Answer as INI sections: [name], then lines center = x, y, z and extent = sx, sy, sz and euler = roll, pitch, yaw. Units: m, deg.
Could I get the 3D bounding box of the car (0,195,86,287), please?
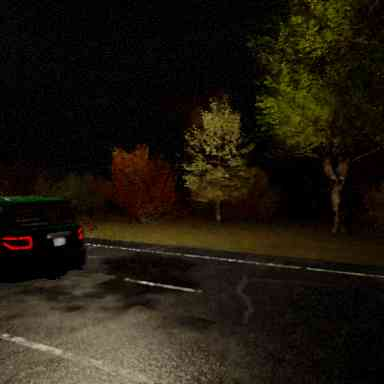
[car]
center = -5.179, 1.094, 8.079
extent = 5.566, 2.045, 2.150
euler = 1, 1, 25
